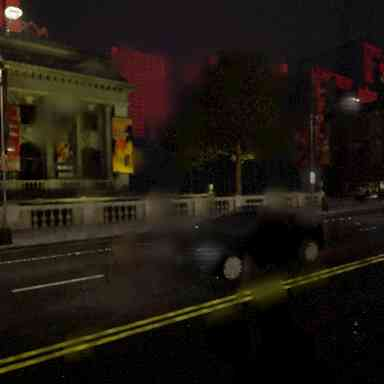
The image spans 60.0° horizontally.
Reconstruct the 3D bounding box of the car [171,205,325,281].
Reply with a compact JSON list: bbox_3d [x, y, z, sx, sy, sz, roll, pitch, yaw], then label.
[{"bbox_3d":[1.730,1.312,9.525,5.008,1.535,1.882,-2,1,-35],"label":"car"}]
